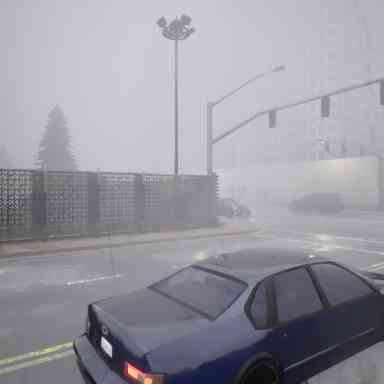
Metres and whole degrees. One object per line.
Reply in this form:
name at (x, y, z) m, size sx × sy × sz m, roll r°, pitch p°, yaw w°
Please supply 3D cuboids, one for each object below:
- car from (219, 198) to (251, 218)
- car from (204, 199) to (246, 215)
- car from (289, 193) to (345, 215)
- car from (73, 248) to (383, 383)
car at (3.033, 1.297, 29.120) m, size 2.097 × 1.767 × 4.553 m, roll 0°, pitch 0°, yaw -35°
car at (3.355, 1.470, 34.713) m, size 1.812 × 1.442 × 4.674 m, roll 0°, pitch 0°, yaw -35°
car at (12.588, 1.164, 33.768) m, size 2.150 × 2.045 × 5.566 m, roll 0°, pitch 0°, yaw -35°
car at (1.228, 1.547, 4.674) m, size 5.357 × 1.411 × 2.033 m, roll 0°, pitch 0°, yaw -35°
